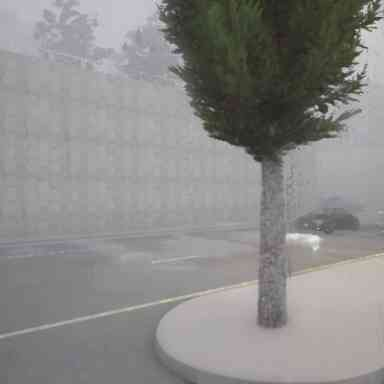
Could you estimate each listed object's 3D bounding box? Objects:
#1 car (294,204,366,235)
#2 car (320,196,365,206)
[{"bbox_3d":[7.892,1.621,19.390,4.181,1.385,1.994,0,0,-35],"label":"car"},{"bbox_3d":[17.185,1.235,37.992,1.895,1.301,4.718,1,5,-34],"label":"car"}]
